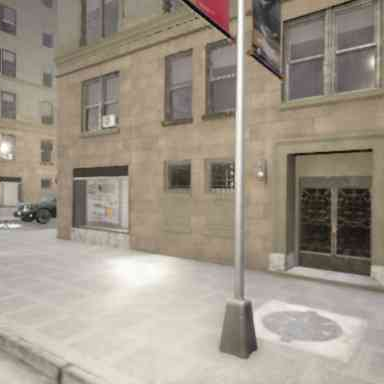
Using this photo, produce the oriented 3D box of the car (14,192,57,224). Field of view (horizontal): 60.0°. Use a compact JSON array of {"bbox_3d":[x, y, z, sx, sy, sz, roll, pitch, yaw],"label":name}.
[{"bbox_3d":[-9.073,0.994,22.835,2.150,2.045,5.566,1,0,36],"label":"car"}]
